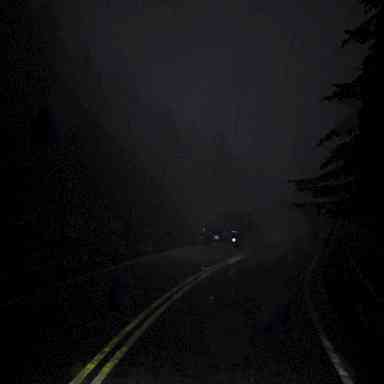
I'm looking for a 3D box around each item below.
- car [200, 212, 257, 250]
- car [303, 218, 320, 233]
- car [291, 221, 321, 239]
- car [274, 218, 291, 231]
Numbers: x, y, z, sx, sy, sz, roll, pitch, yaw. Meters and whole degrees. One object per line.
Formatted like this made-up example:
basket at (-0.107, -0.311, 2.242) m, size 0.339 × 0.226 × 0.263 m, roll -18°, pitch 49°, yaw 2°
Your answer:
car at (2.400, 2.246, 20.156) m, size 2.150 × 2.045 × 5.566 m, roll 1°, pitch -4°, yaw 24°
car at (14.541, 4.032, 40.289) m, size 1.837 × 1.490 × 4.892 m, roll 1°, pitch -3°, yaw 22°
car at (10.557, 3.368, 30.514) m, size 1.837 × 1.490 × 4.892 m, roll 1°, pitch -3°, yaw 23°
car at (11.492, 4.003, 41.836) m, size 2.128 × 1.511 × 4.902 m, roll 1°, pitch -3°, yaw 21°
